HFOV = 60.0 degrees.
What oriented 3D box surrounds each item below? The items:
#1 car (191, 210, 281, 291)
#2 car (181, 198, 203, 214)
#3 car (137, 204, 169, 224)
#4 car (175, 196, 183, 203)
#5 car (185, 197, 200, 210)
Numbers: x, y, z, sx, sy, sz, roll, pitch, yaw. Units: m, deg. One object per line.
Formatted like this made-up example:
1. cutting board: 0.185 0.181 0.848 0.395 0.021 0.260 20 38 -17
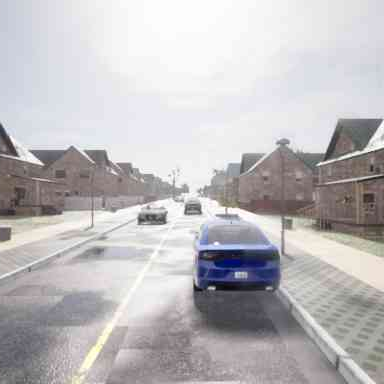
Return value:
1. car: 0.973 1.485 9.025 1.882 1.535 5.008 0 0 0
2. car: 0.112 1.550 36.529 1.837 1.490 4.892 0 -1 0
3. car: -2.820 1.590 24.718 1.994 1.385 4.181 0 0 0
4. car: -2.665 1.637 71.476 2.128 1.511 4.902 0 0 0
5. car: 0.078 1.547 46.374 1.882 1.535 5.008 0 0 1
